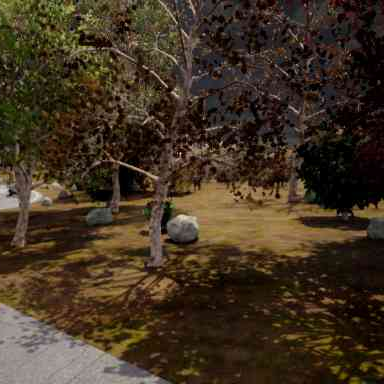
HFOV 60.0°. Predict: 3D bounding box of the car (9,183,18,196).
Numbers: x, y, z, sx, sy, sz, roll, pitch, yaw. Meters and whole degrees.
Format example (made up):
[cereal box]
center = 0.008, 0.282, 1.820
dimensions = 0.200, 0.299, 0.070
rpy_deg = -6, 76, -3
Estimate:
[car]
center = -18.520, -0.441, 36.046
dimensions = 2.128, 1.511, 4.902
rpy_deg = 3, 4, -23
